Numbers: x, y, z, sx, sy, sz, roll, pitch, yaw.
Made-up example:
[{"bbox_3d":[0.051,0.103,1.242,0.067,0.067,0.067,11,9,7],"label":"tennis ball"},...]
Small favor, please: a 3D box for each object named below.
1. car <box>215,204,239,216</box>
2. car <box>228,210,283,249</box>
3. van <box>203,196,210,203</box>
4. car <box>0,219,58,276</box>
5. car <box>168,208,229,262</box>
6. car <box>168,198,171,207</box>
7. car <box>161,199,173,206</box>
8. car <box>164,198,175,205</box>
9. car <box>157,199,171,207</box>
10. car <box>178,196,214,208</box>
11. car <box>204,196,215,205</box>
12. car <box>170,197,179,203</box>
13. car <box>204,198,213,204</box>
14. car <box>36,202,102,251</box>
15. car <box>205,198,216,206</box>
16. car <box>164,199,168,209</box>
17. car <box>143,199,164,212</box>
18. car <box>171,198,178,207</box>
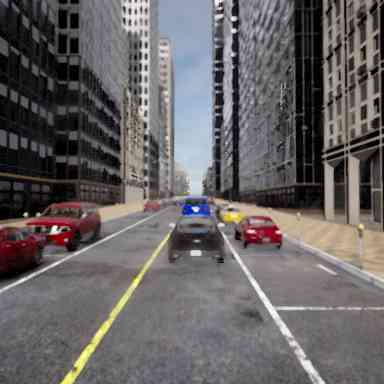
[{"bbox_3d":[3.018,1.702,26.105,1.752,1.417,4.829,1,0,1],"label":"car"},{"bbox_3d":[2.862,1.682,14.780,1.802,1.307,4.206,1,0,1],"label":"car"},{"bbox_3d":[3.854,1.932,87.278,1.690,1.788,3.998,1,0,1],"label":"van"},{"bbox_3d":[-5.594,1.646,9.258,1.802,1.307,4.206,1,0,1],"label":"car"},{"bbox_3d":[0.171,1.590,12.385,1.837,1.490,4.892,0,0,1],"label":"car"},{"bbox_3d":[-4.986,1.909,53.854,1.887,1.381,4.507,1,0,1],"label":"car"},{"bbox_3d":[-4.835,2.006,65.003,1.947,1.339,4.313,1,0,1],"label":"car"},{"bbox_3d":[-4.758,2.022,70.578,1.887,1.381,4.507,1,0,1],"label":"car"},{"bbox_3d":[-4.910,1.952,59.429,2.008,1.369,4.403,1,0,1],"label":"car"},{"bbox_3d":[0.350,1.400,26.225,2.150,2.045,5.566,0,0,1],"label":"car"},{"bbox_3d":[3.627,1.792,70.549,2.192,1.841,5.009,1,0,1],"label":"car"},{"bbox_3d":[-4.531,2.142,87.301,2.008,1.369,4.403,1,0,1],"label":"car"},{"bbox_3d":[3.698,2.081,76.124,1.947,1.339,4.313,1,0,1],"label":"car"},{"bbox_3d":[-5.513,1.416,14.834,2.192,1.841,5.009,1,0,1],"label":"car"},{"bbox_3d":[3.546,1.984,64.971,1.887,1.381,4.507,1,0,1],"label":"car"},{"bbox_3d":[-5.062,1.877,48.280,2.008,1.369,4.403,1,0,1],"label":"car"},{"bbox_3d":[-5.138,1.833,42.705,1.887,1.381,4.507,1,0,1],"label":"car"},{"bbox_3d":[-2.302,1.957,58.264,1.994,1.385,4.181,0,0,1],"label":"car"}]
